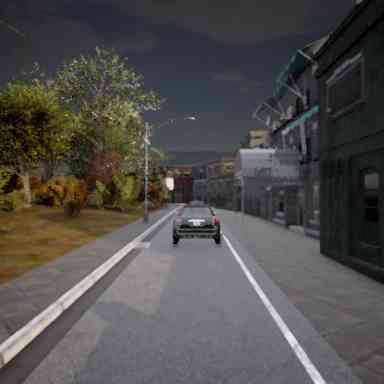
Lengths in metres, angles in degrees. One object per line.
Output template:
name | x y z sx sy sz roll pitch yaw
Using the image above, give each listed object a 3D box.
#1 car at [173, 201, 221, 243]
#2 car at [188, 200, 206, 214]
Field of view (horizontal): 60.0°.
car | 0.226 1.357 16.216 2.097 1.767 4.553 0 0 1
car | 0.529 1.641 37.407 1.895 1.301 4.718 0 -1 1
